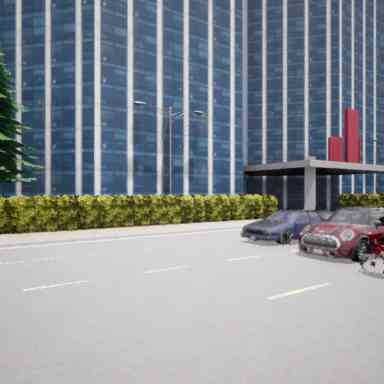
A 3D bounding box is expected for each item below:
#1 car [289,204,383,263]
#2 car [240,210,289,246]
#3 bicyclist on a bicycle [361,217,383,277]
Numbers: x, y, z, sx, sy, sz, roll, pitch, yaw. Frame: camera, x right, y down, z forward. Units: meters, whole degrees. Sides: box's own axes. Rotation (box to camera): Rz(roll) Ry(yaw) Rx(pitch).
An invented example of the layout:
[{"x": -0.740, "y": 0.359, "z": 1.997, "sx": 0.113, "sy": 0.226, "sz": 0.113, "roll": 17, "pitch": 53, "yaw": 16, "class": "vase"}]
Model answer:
[{"x": 5.987, "y": 1.352, "z": 12.082, "sx": 4.553, "sy": 1.767, "sz": 2.097, "roll": 0, "pitch": 0, "yaw": -33, "class": "car"}, {"x": 4.786, "y": 1.547, "z": 15.480, "sx": 5.357, "sy": 1.411, "sz": 2.033, "roll": 0, "pitch": 0, "yaw": -33, "class": "car"}, {"x": 5.115, "y": 1.455, "z": 8.526, "sx": 0.582, "sy": 1.620, "sz": 1.656, "roll": 0, "pitch": -2, "yaw": -33, "class": "bicyclist on a bicycle"}]
